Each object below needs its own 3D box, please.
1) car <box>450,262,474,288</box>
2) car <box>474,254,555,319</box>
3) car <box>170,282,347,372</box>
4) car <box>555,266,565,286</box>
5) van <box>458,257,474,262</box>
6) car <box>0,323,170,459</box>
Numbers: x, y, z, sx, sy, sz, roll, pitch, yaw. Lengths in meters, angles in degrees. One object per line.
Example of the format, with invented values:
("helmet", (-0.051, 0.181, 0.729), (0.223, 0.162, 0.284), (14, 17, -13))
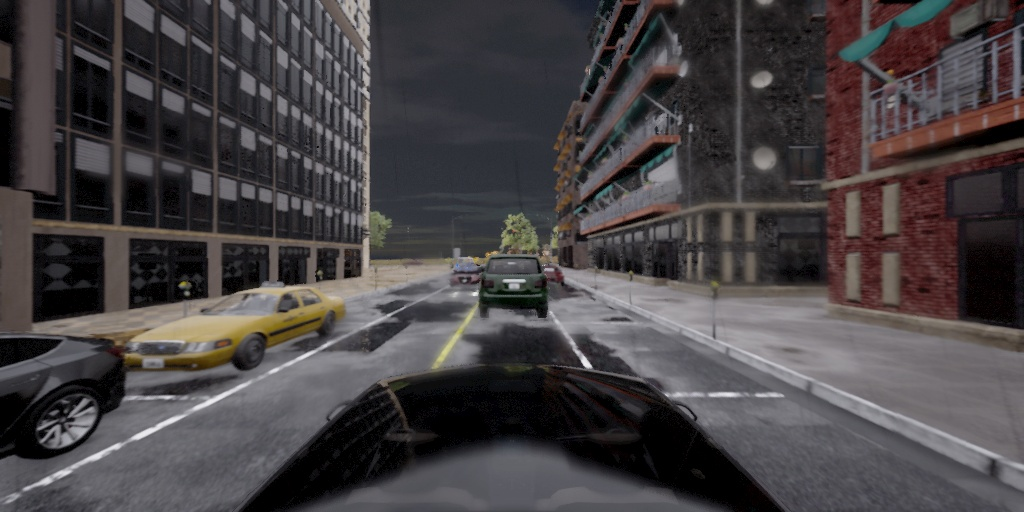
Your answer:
("car", (-2.841, 1.293, 23.620), (1.994, 1.385, 4.181), (0, 0, 0))
("car", (0.041, 0.961, 12.915), (2.150, 2.045, 5.566), (0, 0, 0))
("car", (-5.316, 1.270, 7.723), (1.751, 1.417, 4.829), (0, 0, 0))
("car", (2.566, 1.310, 24.459), (1.802, 1.307, 4.207), (0, 0, 0))
("van", (-5.345, 1.052, 41.090), (1.690, 1.789, 3.998), (0, 0, 0))
("car", (-5.316, 1.315, 2.360), (1.948, 1.339, 4.313), (0, 0, 0))
